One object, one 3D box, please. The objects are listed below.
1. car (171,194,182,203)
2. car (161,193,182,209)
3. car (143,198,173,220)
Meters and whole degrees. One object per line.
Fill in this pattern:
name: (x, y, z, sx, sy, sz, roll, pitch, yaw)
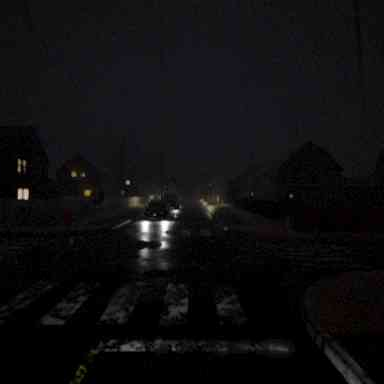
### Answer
car: (-2.758, 1.209, 60.625, 1.882, 1.535, 5.008, 0, 0, 0)
car: (-2.856, 1.206, 44.293, 2.150, 2.045, 5.566, 0, 0, 0)
car: (-2.852, 1.480, 27.639, 1.837, 1.490, 4.892, 0, 0, 0)
